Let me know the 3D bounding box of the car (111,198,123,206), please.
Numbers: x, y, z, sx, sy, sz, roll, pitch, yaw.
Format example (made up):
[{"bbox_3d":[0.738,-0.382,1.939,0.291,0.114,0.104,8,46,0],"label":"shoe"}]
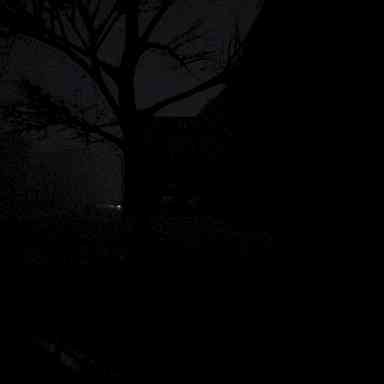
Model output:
[{"bbox_3d":[-14.372,1.913,66.206,1.837,1.490,4.892,1,0,13],"label":"car"}]
